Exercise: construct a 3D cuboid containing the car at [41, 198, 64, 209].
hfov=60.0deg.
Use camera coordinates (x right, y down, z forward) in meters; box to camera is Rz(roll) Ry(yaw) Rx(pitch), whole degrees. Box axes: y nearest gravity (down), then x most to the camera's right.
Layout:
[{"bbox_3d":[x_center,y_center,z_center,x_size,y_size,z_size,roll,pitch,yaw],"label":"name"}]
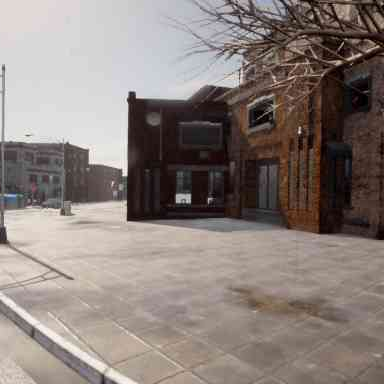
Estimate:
[{"bbox_3d":[-19.884,1.658,47.926,1.837,1.490,4.892,1,-1,2],"label":"car"}]
